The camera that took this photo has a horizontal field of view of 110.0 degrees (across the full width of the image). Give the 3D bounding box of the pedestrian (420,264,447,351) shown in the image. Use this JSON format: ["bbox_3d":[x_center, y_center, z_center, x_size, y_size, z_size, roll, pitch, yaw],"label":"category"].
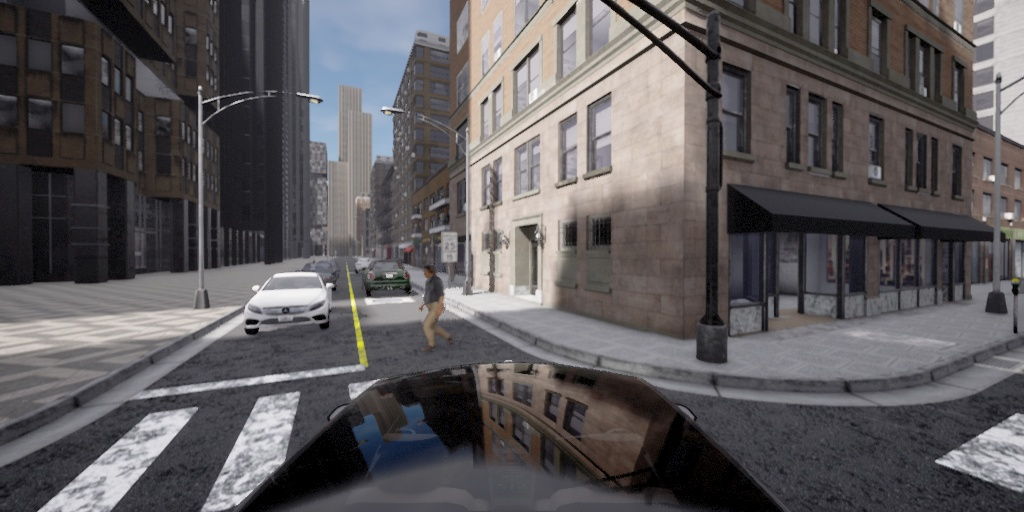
[{"bbox_3d":[-1.610,0.999,7.348,0.375,1.860,0.375,0,0,-25],"label":"pedestrian"}]

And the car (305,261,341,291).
[{"bbox_3d":[-10.656,1.096,19.800,2.128,1.511,4.902,0,0,-25],"label":"car"}]

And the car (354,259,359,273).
[{"bbox_3d":[-15.745,0.971,38.257,1.812,1.442,4.674,0,1,-25],"label":"car"}]

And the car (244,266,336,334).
[{"bbox_3d":[-6.375,1.203,10.626,1.812,1.442,4.674,0,0,-25],"label":"car"}]

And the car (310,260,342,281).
[{"bbox_3d":[-15.049,1.074,29.229,2.033,1.411,5.357,0,1,-25],"label":"car"}]

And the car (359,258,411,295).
[{"bbox_3d":[-6.720,0.965,18.921,2.097,1.767,4.553,0,0,-25],"label":"car"}]
